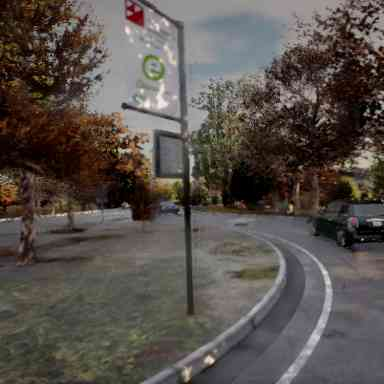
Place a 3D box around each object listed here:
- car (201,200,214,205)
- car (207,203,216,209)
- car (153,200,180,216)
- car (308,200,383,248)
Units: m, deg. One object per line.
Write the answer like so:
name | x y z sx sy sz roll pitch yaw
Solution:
car | 3.462 3.012 81.025 2.150 2.045 5.566 -2 -4 11
car | 5.458 3.876 91.219 1.812 1.442 4.674 -2 -4 12
car | -2.672 1.448 32.025 2.033 1.411 5.357 -3 1 -18
car | 6.378 1.084 13.518 2.097 1.767 4.553 -2 1 1
